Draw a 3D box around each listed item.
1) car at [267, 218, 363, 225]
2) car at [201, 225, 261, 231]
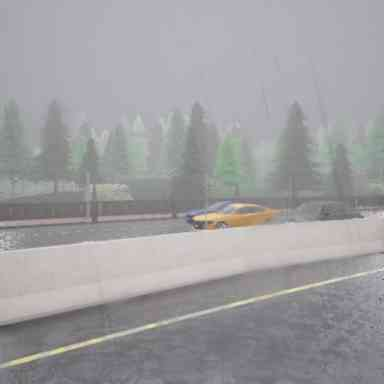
[{"bbox_3d":[5.788,1.225,15.424,4.553,1.767,2.097,-1,0,-28],"label":"car"},{"bbox_3d":[2.403,1.368,17.575,5.008,1.535,1.882,-1,0,-28],"label":"car"}]
